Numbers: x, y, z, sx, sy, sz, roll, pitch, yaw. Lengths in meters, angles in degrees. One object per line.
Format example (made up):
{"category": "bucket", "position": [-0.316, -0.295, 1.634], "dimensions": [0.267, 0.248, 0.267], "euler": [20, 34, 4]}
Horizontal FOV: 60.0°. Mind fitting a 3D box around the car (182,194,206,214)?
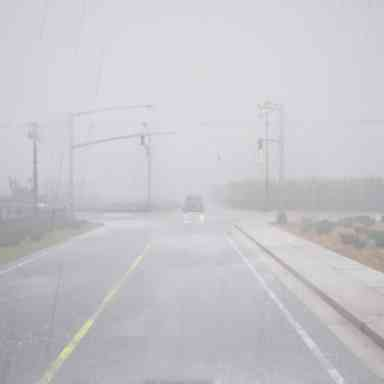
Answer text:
{"category": "car", "position": [0.210, 1.296, 35.382], "dimensions": [2.150, 2.045, 5.566], "euler": [0, 1, 1]}
